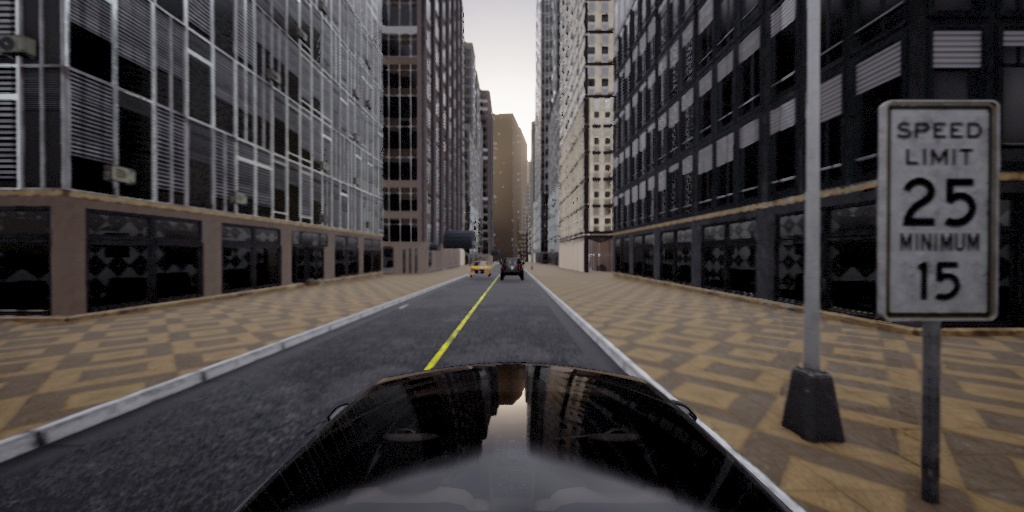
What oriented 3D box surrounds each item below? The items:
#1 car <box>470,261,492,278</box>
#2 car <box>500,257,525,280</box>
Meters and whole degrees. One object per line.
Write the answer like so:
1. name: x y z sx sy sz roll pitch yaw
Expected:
1. car: -2.983 1.214 35.294 1.882 1.535 5.008 0 0 0
2. car: 0.017 1.142 33.513 2.150 2.045 5.566 0 0 0
